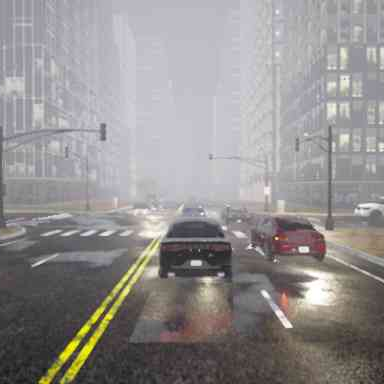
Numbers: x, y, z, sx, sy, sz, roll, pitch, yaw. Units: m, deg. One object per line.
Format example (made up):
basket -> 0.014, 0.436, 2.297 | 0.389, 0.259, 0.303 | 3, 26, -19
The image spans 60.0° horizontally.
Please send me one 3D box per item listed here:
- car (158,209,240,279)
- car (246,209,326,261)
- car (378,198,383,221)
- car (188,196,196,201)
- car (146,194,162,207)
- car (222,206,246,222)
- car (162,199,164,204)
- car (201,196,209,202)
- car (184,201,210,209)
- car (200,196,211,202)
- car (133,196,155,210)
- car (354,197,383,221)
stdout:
car -> 0.097, 1.500, 10.148 | 1.882, 1.535, 5.008 | 0, 0, 0
car -> 3.354, 1.552, 12.221 | 1.812, 1.442, 4.674 | 0, 0, 0
car -> 16.200, 1.586, 23.047 | 5.009, 1.841, 2.192 | 1, 0, 1
car -> -0.006, 1.632, 74.877 | 1.837, 1.490, 4.892 | 0, 0, 0
car -> -6.580, 1.324, 53.621 | 2.150, 2.045, 5.566 | 0, 0, 0
car -> 3.355, 1.725, 25.910 | 1.895, 1.301, 4.718 | 1, 1, 0
car -> -6.506, 1.643, 63.760 | 1.812, 1.442, 4.674 | 0, 0, 0
car -> 3.243, 1.669, 85.726 | 1.812, 1.442, 4.674 | 0, 0, 0
car -> 0.114, 1.677, 23.278 | 2.033, 1.411, 5.357 | 1, 1, 0
car -> 3.245, 1.659, 75.864 | 2.128, 1.511, 4.902 | 0, 0, 0
car -> -6.594, 1.652, 44.587 | 1.994, 1.385, 4.181 | 0, 0, 0
car -> 17.164, 1.423, 28.812 | 5.566, 2.045, 2.150 | 1, 1, 1
